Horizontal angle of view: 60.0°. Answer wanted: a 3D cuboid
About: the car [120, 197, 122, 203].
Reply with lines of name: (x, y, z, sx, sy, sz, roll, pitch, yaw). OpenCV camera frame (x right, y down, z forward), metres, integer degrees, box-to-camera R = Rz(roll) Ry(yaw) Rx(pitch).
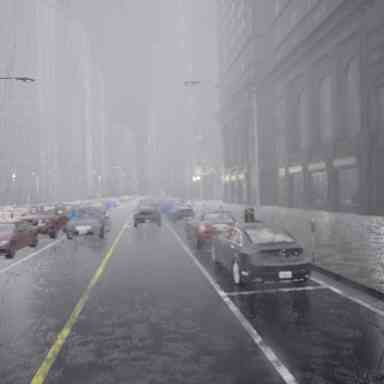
car: (-14.976, 2.106, 63.943, 1.752, 1.417, 4.829, -2, 0, -8)

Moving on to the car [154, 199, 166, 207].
car: (-5.747, 1.887, 59.738, 1.802, 1.307, 4.206, -2, 0, -8)

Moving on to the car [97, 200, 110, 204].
car: (-11.712, 2.011, 41.641, 1.802, 1.307, 4.206, -2, 0, -8)

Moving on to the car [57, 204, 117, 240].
car: (-5.627, 1.693, 18.534, 2.128, 1.511, 4.902, -2, 0, -8)

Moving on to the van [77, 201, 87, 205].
van: (-9.253, 1.660, 24.789, 1.690, 1.788, 3.998, -2, 0, -8)

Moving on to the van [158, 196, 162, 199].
van: (-3.289, 1.533, 42.886, 1.690, 1.788, 3.998, -2, 0, -8)

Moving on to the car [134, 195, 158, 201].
car: (-5.445, 1.595, 39.134, 2.097, 1.767, 4.553, -2, 0, -8)

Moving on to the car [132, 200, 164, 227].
car: (-3.268, 1.652, 24.295, 1.837, 1.490, 4.892, -2, 0, -8)

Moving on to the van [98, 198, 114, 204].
van: (-12.541, 1.808, 47.259, 1.690, 1.788, 3.998, -2, 0, -8)

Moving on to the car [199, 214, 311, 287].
car: (1.649, 1.524, 9.179, 2.008, 1.369, 4.403, -2, 0, -8)

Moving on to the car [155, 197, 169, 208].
car: (-4.929, 1.707, 54.121, 1.967, 1.590, 4.097, -2, 0, -8)

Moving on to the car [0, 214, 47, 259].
car: (-7.603, 1.829, 13.553, 1.802, 1.307, 4.206, -2, 0, -8)

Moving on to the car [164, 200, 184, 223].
car: (-0.817, 1.631, 26.033, 2.008, 1.369, 4.403, -2, 0, -8)

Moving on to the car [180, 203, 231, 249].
car: (0.824, 1.449, 14.797, 1.967, 1.590, 4.097, -2, 0, -8)

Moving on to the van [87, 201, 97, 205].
van: (-10.075, 1.696, 30.406, 1.690, 1.788, 3.998, -2, 0, -8)

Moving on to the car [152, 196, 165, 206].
car: (-6.577, 1.659, 65.357, 2.192, 1.841, 5.009, -2, 0, -8)

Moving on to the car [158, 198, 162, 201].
car: (-2.461, 1.699, 37.268, 1.887, 1.381, 4.507, -2, 0, -8)

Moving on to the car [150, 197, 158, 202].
car: (-10.474, 2.080, 92.045, 2.008, 1.369, 4.403, -2, 0, -8)

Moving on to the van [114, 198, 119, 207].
van: (-14.184, 1.885, 58.494, 1.690, 1.788, 3.998, -2, 0, -8)

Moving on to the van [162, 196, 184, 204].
van: (-1.645, 1.458, 31.651, 1.690, 1.788, 3.998, -2, 0, -8)

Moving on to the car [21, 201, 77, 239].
car: (-8.432, 1.598, 19.171, 2.192, 1.841, 5.009, -2, 0, -8)
